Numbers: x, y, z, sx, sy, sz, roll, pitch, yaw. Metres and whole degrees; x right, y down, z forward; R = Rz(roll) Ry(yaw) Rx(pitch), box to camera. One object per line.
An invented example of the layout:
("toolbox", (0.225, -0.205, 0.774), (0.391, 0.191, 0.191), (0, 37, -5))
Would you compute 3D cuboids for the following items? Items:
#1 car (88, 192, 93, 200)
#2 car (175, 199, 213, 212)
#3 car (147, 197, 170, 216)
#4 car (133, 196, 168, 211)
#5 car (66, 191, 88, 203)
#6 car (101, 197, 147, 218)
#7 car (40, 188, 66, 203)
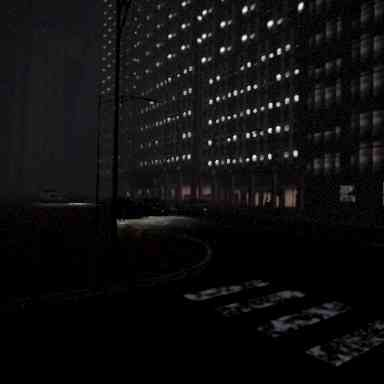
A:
("car", (-21.164, 0.777, 66.327), (1.812, 1.442, 4.674), (2, 0, -35))
("car", (0.102, 1.446, 35.736), (1.895, 1.301, 4.718), (2, 0, -35))
("car", (-3.737, 1.270, 29.530), (1.812, 1.442, 4.674), (2, 0, -35))
("car", (-4.688, 1.240, 36.935), (1.812, 1.442, 4.674), (2, 0, -35))
("car", (-17.539, 0.923, 49.530), (1.994, 1.385, 4.181), (2, 0, -34))
("car", (-5.850, 1.166, 26.877), (1.882, 1.535, 5.008), (2, 0, -35))
("car", (-20.422, 0.505, 48.004), (2.150, 2.045, 5.566), (2, 0, -35))
